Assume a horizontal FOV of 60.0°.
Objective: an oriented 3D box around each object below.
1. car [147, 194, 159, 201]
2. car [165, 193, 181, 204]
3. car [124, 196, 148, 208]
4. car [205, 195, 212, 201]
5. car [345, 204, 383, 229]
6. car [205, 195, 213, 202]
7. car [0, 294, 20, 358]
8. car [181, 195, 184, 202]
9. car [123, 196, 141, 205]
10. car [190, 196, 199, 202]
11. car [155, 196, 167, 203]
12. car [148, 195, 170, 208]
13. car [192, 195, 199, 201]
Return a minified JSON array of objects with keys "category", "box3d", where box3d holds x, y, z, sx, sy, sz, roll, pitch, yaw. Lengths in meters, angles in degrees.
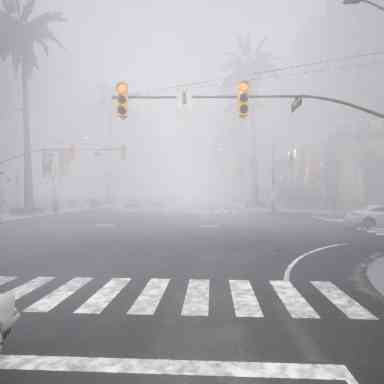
[{"category":"car","box3d":[-9.447,1.354,81.472,2.185,1.767,4.553,0,0,2]},{"category":"car","box3d":[-3.837,1.223,62.848,2.150,2.045,5.566,0,0,4]},{"category":"car","box3d":[-8.204,1.547,47.320,2.033,1.411,5.357,0,0,3]},{"category":"car","box3d":[4.441,1.492,88.180,1.837,1.490,4.892,0,0,2]},{"category":"car","box3d":[12.212,1.526,21.038,4.674,1.442,1.812,0,0,6]},{"category":"car","box3d":[4.007,1.537,77.722,2.033,1.411,5.357,0,0,2]},{"category":"car","box3d":[-3.436,1.601,2.542,1.895,1.301,4.718,0,0,3]},{"category":"car","box3d":[-2.965,1.517,78.530,2.128,1.511,4.902,0,0,2]},{"category":"car","box3d":[-10.662,1.513,59.574,2.161,1.482,4.786,0,0,2]},{"category":"car","box3d":[0.513,1.539,77.923,2.033,1.411,5.357,0,0,2]},{"category":"car","box3d":[-6.760,1.595,72.609,1.895,1.301,4.718,0,0,3]},{"category":"car","box3d":[-4.687,1.547,48.055,2.033,1.411,5.357,0,0,-1]},{"category":"car","box3d":[0.945,1.587,88.355,1.895,1.301,4.718,0,0,2]}]
